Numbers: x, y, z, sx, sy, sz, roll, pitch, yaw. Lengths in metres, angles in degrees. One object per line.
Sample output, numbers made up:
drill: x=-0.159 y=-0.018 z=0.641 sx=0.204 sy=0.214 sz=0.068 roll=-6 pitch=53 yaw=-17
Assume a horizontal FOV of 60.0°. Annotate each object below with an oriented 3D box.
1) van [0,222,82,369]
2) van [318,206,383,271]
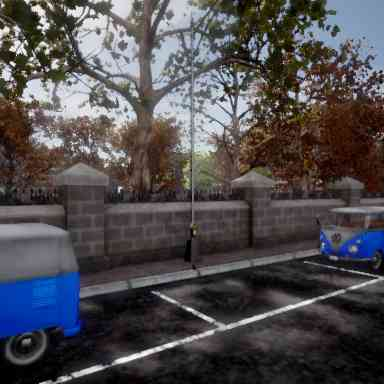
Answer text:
van: x=-3.448 y=1.340 z=4.103 sx=3.998 sy=1.788 sz=1.690 roll=0 pitch=0 yaw=-36
van: x=5.723 y=1.342 z=10.644 sx=3.998 sy=1.788 sz=1.690 roll=0 pitch=0 yaw=-35
